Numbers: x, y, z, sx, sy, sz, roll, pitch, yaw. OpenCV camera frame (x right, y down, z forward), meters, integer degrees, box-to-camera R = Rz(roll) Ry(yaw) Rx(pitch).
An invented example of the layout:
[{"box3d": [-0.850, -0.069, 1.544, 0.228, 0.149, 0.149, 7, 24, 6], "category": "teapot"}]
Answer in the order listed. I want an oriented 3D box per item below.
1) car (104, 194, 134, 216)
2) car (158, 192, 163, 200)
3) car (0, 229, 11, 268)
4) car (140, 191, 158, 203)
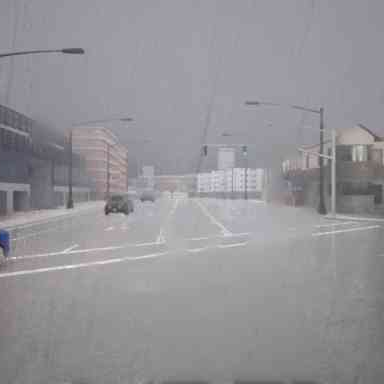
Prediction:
[{"box3d": [-7.179, 1.270, 33.269, 2.150, 2.045, 5.566, 0, 1, -1], "category": "car"}, {"box3d": [-8.487, 1.011, 84.123, 2.150, 2.045, 5.566, 0, -1, -1], "category": "car"}, {"box3d": [-6.536, 1.510, 8.301, 1.882, 1.535, 5.008, 0, 0, -1], "category": "car"}, {"box3d": [-7.839, 0.794, 58.960, 2.150, 2.045, 5.566, 0, 1, -1], "category": "car"}]
